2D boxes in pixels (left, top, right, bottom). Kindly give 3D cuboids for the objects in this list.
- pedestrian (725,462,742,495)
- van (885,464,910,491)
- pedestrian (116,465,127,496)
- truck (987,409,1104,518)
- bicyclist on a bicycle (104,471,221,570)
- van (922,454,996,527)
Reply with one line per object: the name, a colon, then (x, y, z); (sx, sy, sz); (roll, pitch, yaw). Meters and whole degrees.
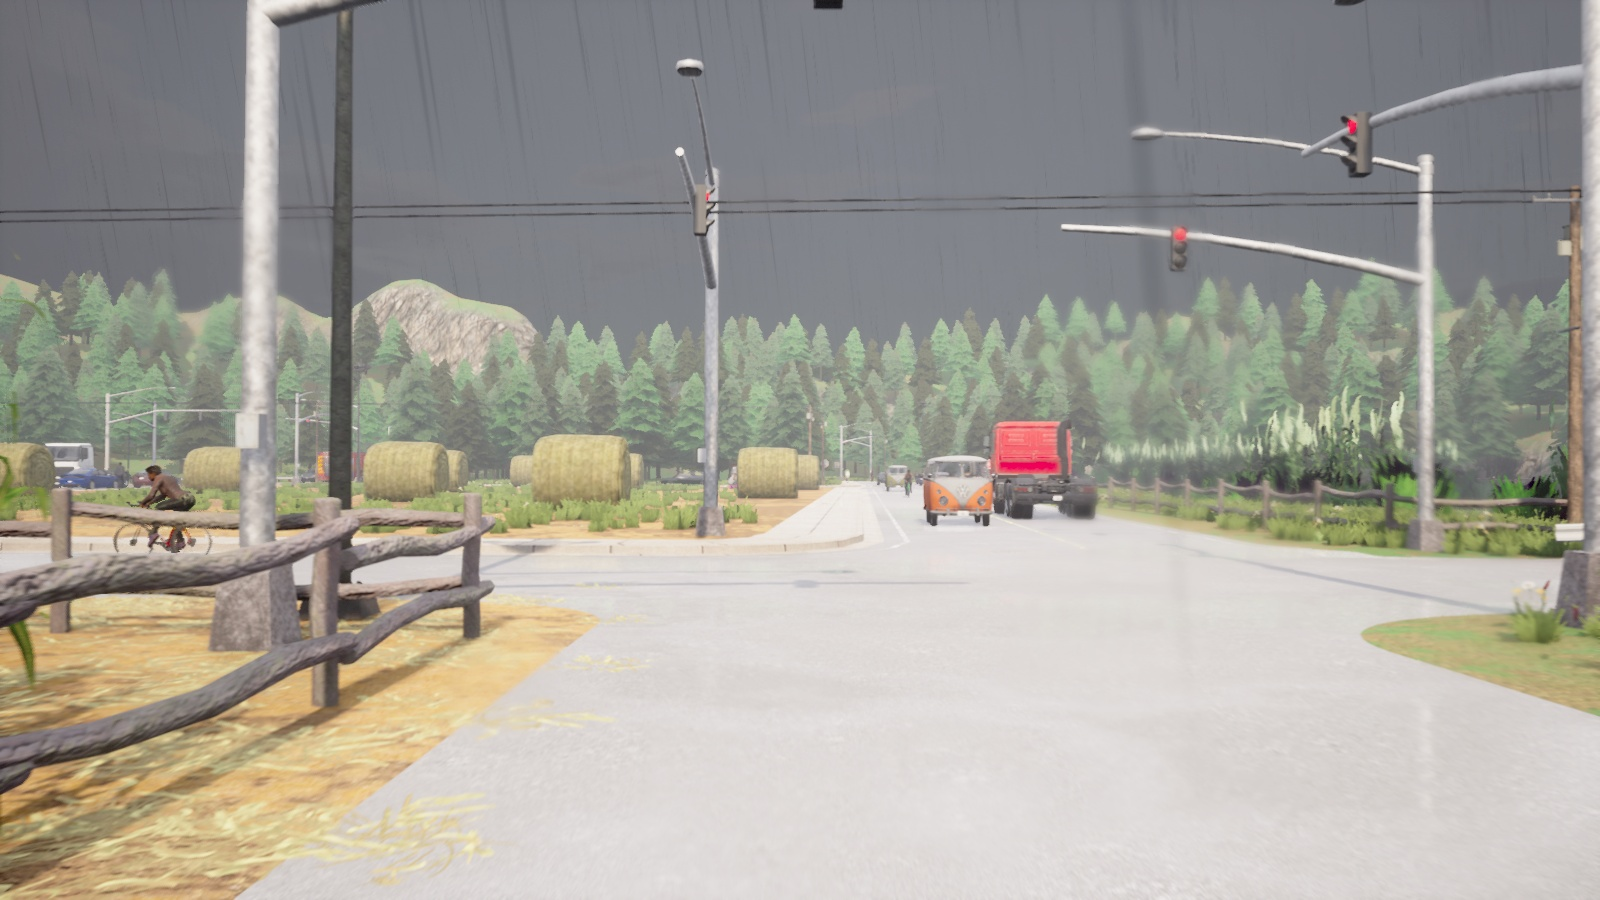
pedestrian: (-3.998, 1.711, 75.863); (0.873, 1.952, 0.659); (-1, -1, 16)
van: (7.415, 2.109, 95.600); (1.775, 1.987, 4.442); (0, -1, 3)
pedestrian: (-43.806, 1.974, 81.036); (0.423, 1.949, 0.788); (0, -1, -14)
truck: (8.414, 0.504, 44.048); (2.891, 3.462, 7.936); (0, -1, 3)
bicyclist on a bicycle: (-10.623, 1.162, 20.936); (1.656, 1.620, 0.582); (-1, -1, 0)
van: (4.541, 1.122, 36.380); (1.775, 1.987, 4.442); (0, -1, 3)
